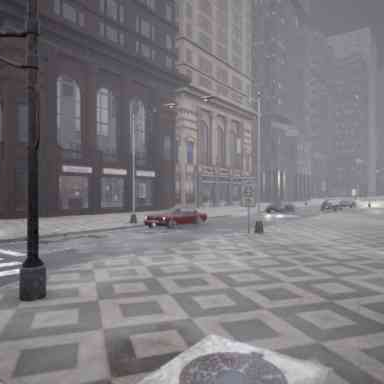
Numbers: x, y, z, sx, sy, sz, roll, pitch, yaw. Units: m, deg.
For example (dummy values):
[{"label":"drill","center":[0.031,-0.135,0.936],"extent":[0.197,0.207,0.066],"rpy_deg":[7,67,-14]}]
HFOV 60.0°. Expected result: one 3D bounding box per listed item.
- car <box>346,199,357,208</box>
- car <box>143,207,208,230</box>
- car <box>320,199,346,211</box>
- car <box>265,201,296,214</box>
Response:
[{"label":"car","center":[23.736,1.702,50.766],"extent":[2.033,1.411,5.357],"rpy_deg":[0,0,36]},{"label":"car","center":[-0.992,1.657,21.724],"extent":[1.895,1.301,4.718],"rpy_deg":[0,0,36]},{"label":"car","center":[17.832,1.655,42.523],"extent":[1.812,1.442,4.674],"rpy_deg":[0,0,36]},{"label":"car","center":[9.947,1.658,36.967],"extent":[2.033,1.411,5.357],"rpy_deg":[0,0,36]}]
